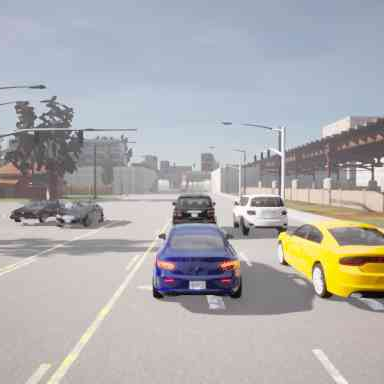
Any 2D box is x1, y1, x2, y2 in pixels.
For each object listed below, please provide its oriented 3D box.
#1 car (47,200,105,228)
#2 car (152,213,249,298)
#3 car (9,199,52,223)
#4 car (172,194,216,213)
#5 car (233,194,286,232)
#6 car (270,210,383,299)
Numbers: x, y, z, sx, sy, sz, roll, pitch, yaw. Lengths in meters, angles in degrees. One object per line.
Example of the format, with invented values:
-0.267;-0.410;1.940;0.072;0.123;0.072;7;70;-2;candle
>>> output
-7.008;1.374;21.278;2.128;1.511;4.902;0;0;0;car
0.106;1.501;8.306;1.812;1.442;4.674;0;0;0;car
-10.489;1.211;23.222;2.033;1.411;5.357;0;1;0;car
0.113;1.130;17.834;2.150;2.045;5.566;0;0;0;car
3.611;1.130;18.328;2.150;2.045;5.566;0;0;0;car
3.606;1.452;8.482;1.882;1.535;5.008;0;0;0;car
